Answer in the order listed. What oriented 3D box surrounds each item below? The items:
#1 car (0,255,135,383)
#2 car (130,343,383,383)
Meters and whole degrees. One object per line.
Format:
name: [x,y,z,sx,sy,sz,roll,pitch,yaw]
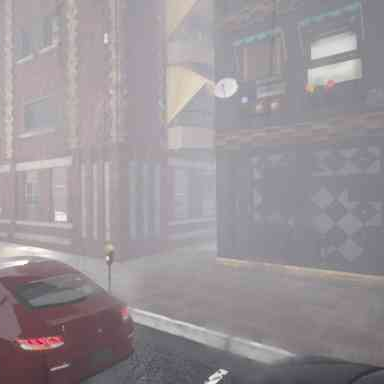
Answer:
car: [-2.634,1.583,4.720,4.206,1.307,1.802,0,-1,35]
car: [1.975,1.566,1.439,4.313,1.339,1.947,0,-1,35]
